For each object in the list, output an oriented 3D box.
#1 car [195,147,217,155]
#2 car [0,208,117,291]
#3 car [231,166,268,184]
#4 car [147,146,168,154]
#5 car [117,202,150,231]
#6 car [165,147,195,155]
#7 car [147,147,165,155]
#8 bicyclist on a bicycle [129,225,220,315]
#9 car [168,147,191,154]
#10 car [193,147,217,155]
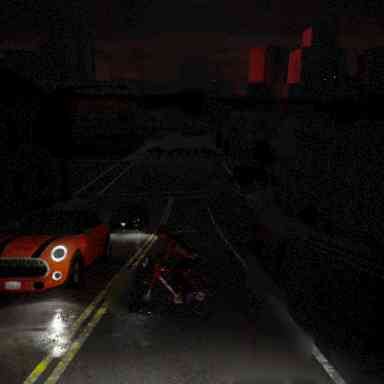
[{"bbox_3d":[2.796,-8.651,70.515,4.974,1.542,2.038,8,15,28],"label":"car"},{"bbox_3d":[-3.672,1.313,9.034,2.097,1.767,4.553,0,0,-1],"label":"car"},{"bbox_3d":[7.832,-2.255,42.658,5.566,2.045,2.150,-2,13,-12],"label":"car"},{"bbox_3d":[-7.213,-8.799,69.700,4.536,1.218,1.853,13,18,42],"label":"car"},{"bbox_3d":[-3.731,1.439,20.443,1.837,1.490,4.892,1,2,0],"label":"car"},{"bbox_3d":[-2.570,-8.562,69.728,4.974,1.542,2.038,-9,16,-36],"label":"car"},{"bbox_3d":[-7.177,-8.637,69.701,4.974,1.542,2.038,13,18,42],"label":"car"},{"bbox_3d":[-0.336,1.424,5.972,1.656,1.620,0.582,-2,1,3],"label":"bicyclist on a bicycle"},{"bbox_3d":[-2.526,-8.721,69.722,4.536,1.218,1.853,-9,16,-36],"label":"car"},{"bbox_3d":[2.753,-8.811,70.503,4.536,1.218,1.853,8,15,28],"label":"car"}]
